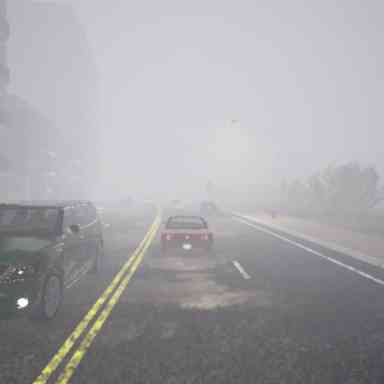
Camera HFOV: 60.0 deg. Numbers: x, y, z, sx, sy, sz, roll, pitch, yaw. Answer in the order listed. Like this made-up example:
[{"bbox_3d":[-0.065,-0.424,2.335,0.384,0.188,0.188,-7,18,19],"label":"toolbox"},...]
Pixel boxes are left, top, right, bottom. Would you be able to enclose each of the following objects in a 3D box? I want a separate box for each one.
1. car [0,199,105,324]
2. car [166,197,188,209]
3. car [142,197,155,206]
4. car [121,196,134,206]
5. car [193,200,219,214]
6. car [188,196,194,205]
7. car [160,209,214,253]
[{"bbox_3d":[-3.510,1.217,7.467,2.150,2.045,5.566,0,0,-2],"label":"car"},{"bbox_3d":[-1.859,1.447,37.383,1.882,1.535,5.008,0,0,-5],"label":"car"},{"bbox_3d":[-7.005,1.470,53.441,1.812,1.442,4.674,0,0,-6],"label":"car"},{"bbox_3d":[-10.221,1.424,52.968,1.882,1.535,5.008,0,0,-6],"label":"car"},{"bbox_3d":[1.586,1.535,35.174,1.994,1.385,4.181,0,0,-5],"label":"car"},{"bbox_3d":[-0.560,1.466,54.807,1.812,1.442,4.674,0,0,-7],"label":"car"},{"bbox_3d":[-0.262,1.594,13.720,1.895,1.301,4.718,0,0,-3],"label":"car"}]
